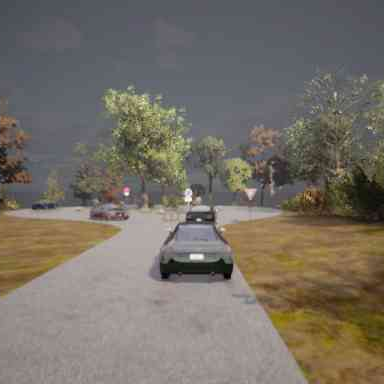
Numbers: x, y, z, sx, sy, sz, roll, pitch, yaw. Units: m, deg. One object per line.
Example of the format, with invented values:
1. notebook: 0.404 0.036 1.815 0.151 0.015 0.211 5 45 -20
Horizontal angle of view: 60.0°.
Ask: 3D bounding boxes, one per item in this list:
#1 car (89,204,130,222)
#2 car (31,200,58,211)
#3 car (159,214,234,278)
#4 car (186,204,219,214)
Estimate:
1. car: -6.924 1.666 27.752 1.994 1.385 4.181 0 0 -40
2. car: -19.556 1.762 44.183 1.895 1.301 4.718 0 0 -1
3. car: 0.119 1.600 10.288 1.994 1.385 4.181 0 0 0
4. car: 0.733 1.561 22.486 1.882 1.535 5.008 0 0 7
